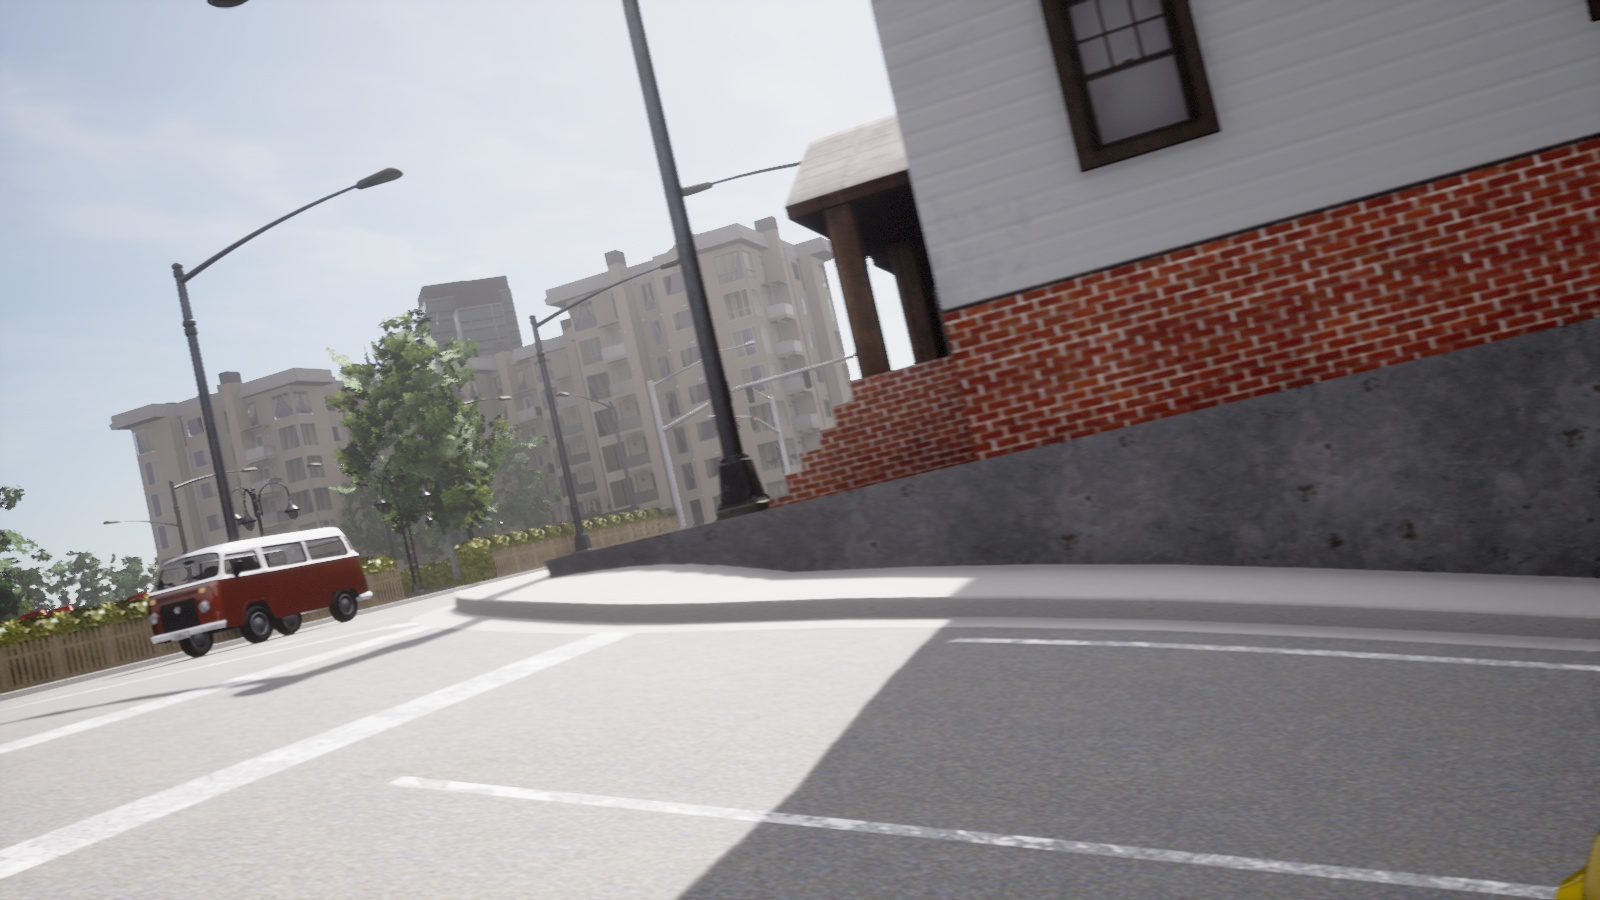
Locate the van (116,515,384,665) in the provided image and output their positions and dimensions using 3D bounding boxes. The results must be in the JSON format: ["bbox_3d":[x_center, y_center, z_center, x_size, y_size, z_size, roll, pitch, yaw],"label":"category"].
[{"bbox_3d":[-10.741,2.671,24.936,2.069,2.038,4.480,-13,-3,19],"label":"van"}]

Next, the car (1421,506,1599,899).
[{"bbox_3d":[2.499,0.865,2.346,2.207,1.376,1.481,1,1,19],"label":"car"}]
